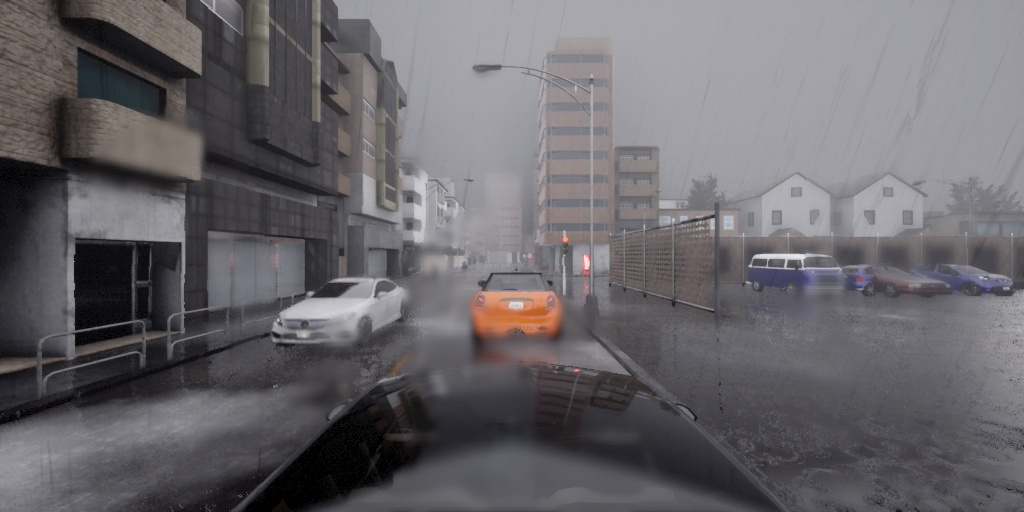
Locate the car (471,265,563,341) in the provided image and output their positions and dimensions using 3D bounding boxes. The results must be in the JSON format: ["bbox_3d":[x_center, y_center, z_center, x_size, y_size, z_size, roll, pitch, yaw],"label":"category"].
[{"bbox_3d":[0.102,1.102,10.009,2.097,1.767,4.553,0,0,0],"label":"car"}]

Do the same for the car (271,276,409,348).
[{"bbox_3d":[-4.074,1.275,9.375,1.812,1.442,4.674,0,0,0],"label":"car"}]
